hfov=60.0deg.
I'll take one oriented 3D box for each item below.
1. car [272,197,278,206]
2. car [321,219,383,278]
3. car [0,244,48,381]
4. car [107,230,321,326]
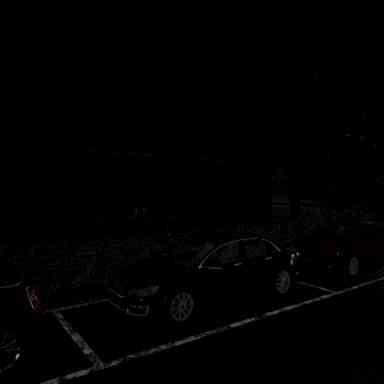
[{"bbox_3d":[8.860,0.932,43.057,2.128,1.511,4.902,0,1,-36],"label":"car"},{"bbox_3d":[4.889,1.545,10.139,4.507,1.381,1.887,0,0,-36],"label":"car"},{"bbox_3d":[-3.995,1.440,3.800,4.097,1.590,1.967,0,0,-36],"label":"car"},{"bbox_3d":[0.447,1.551,6.970,4.403,1.369,2.008,0,0,-36],"label":"car"}]
